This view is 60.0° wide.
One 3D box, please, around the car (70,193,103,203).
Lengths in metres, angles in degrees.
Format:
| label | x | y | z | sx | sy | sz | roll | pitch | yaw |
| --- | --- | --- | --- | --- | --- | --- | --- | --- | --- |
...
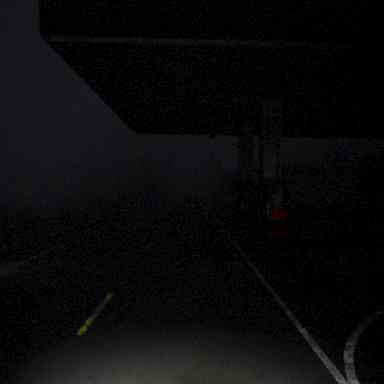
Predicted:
| label | x | y | z | sx | sy | sz | roll | pitch | yaw |
| --- | --- | --- | --- | --- | --- | --- | --- | --- | --- |
| car | -16.424 | 0.940 | 51.733 | 4.514 | 1.523 | 2.007 | 0 | 0 | 0 |

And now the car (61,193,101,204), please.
| label | x | y | z | sx | sy | sz | roll | pitch | yaw |
| --- | --- | --- | --- | --- | --- | --- | --- | --- | --- |
| car | -16.359 | 0.957 | 48.596 | 5.027 | 1.636 | 2.152 | 0 | 0 | 0 |

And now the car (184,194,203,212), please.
| label | x | y | z | sx | sy | sz | roll | pitch | yaw |
| --- | --- | --- | --- | --- | --- | --- | --- | --- | --- |
| car | 0.156 | 1.263 | 34.475 | 2.033 | 1.411 | 5.357 | 0 | 0 | 0 |
